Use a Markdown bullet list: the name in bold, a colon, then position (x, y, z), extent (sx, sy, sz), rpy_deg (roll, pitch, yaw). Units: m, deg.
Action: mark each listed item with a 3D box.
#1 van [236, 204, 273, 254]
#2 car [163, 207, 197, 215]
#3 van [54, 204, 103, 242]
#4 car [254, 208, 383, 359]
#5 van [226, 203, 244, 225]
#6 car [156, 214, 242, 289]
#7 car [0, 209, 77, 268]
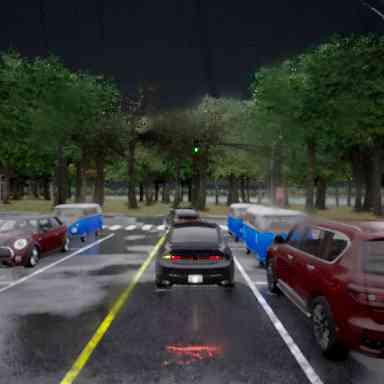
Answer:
- **van**: position (2.752, 1.454, 11.484), extent (1.690, 1.788, 3.998), rpy_deg (0, -1, 0)
- **car**: position (-0.608, 1.705, 20.375), extent (1.837, 1.490, 4.892), rpy_deg (0, -1, -9)
- **van**: position (-5.778, 1.507, 16.914), extent (1.690, 1.788, 3.998), rpy_deg (0, -1, 0)
- **car**: position (2.756, 1.375, 6.047), extent (2.192, 1.841, 5.009), rpy_deg (0, -1, 0)
- **van**: position (2.748, 1.507, 16.921), extent (1.690, 1.788, 3.998), rpy_deg (0, -1, 0)
- **car**: position (0.075, 1.598, 9.434), extent (1.837, 1.490, 4.892), rpy_deg (0, 0, 0)
- **car**: position (-5.773, 1.553, 11.476), extent (1.967, 1.590, 4.097), rpy_deg (0, -1, 0)
